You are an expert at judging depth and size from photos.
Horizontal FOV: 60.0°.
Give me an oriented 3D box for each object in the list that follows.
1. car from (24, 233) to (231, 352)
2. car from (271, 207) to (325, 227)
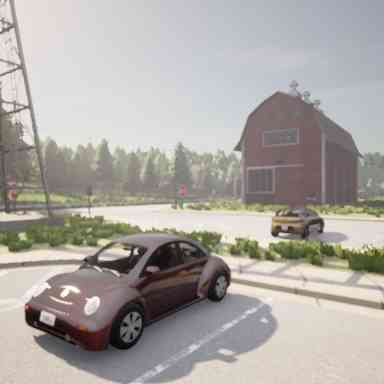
[{"bbox_3d":[-0.888,1.521,6.212,1.784,1.438,3.905,0,0,36],"label":"car"},{"bbox_3d":[5.580,1.507,17.396,1.816,1.474,4.193,0,0,36],"label":"car"}]
